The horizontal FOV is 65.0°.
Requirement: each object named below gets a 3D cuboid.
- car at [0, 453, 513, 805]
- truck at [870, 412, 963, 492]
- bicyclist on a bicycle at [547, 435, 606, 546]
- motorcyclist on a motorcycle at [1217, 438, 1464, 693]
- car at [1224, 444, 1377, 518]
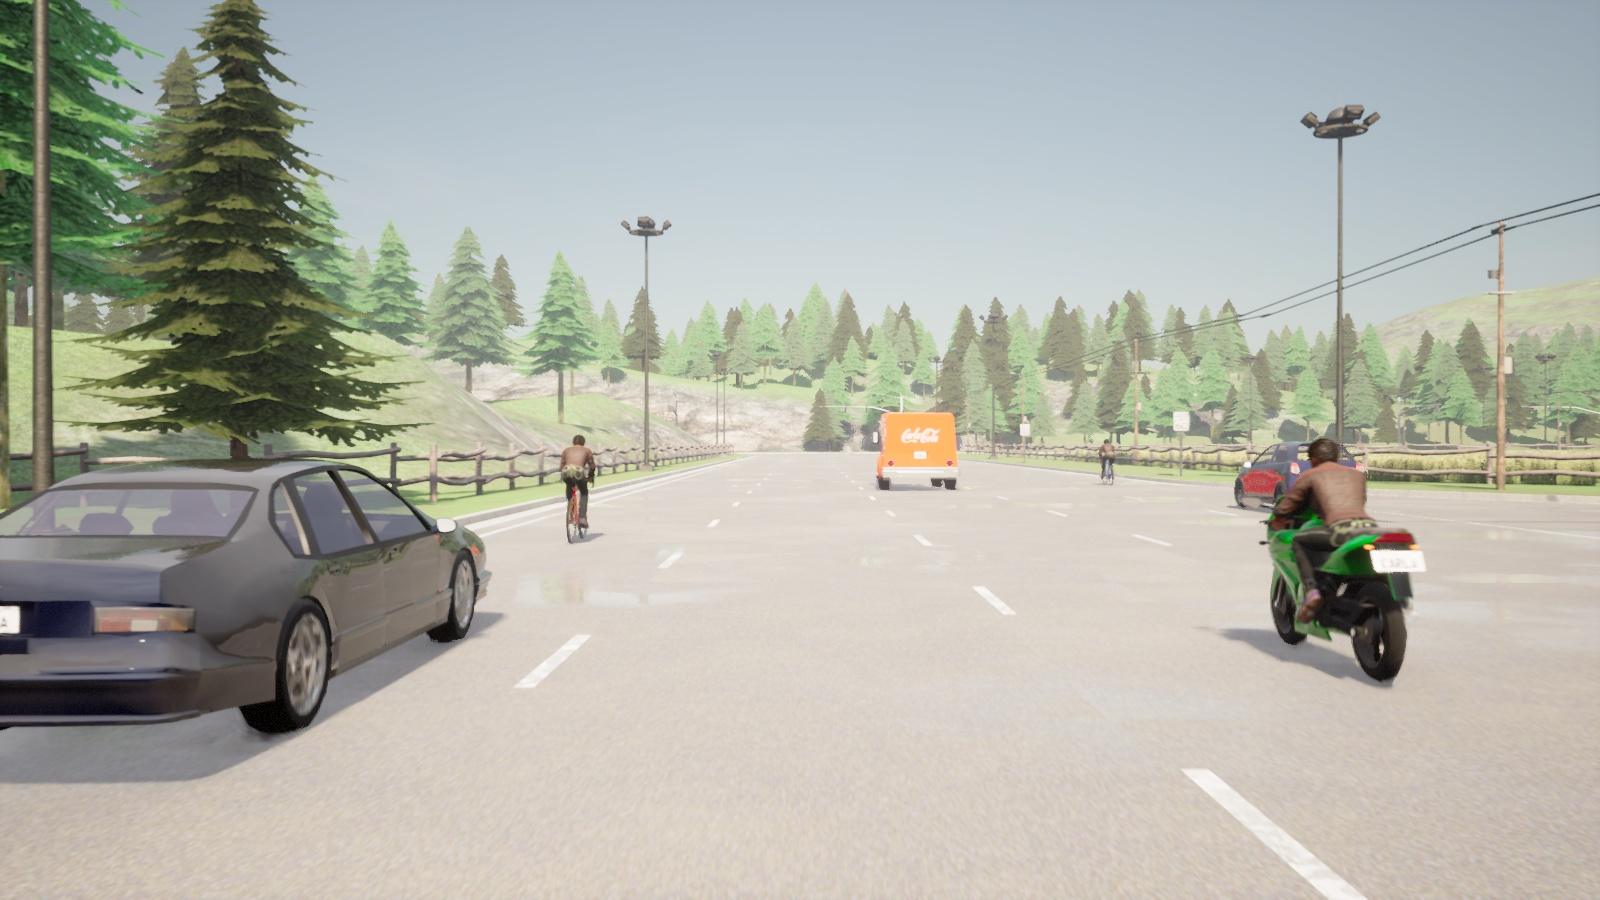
[{"bbox_3d":[-3.440,0.747,7.869,2.033,1.411,5.357,0,0,0],"label":"car"},{"bbox_3d":[3.750,0.031,41.625,2.627,2.467,5.204,0,1,0],"label":"truck"},{"bbox_3d":[-3.377,0.589,19.090,0.582,1.620,1.656,0,0,0],"label":"bicyclist on a bicycle"},{"bbox_3d":[3.563,0.683,8.508,0.797,1.523,2.044,0,0,0],"label":"motorcyclist on a motorcycle"},{"bbox_3d":[10.668,0.616,27.046,1.845,1.501,3.633,0,0,0],"label":"car"}]
